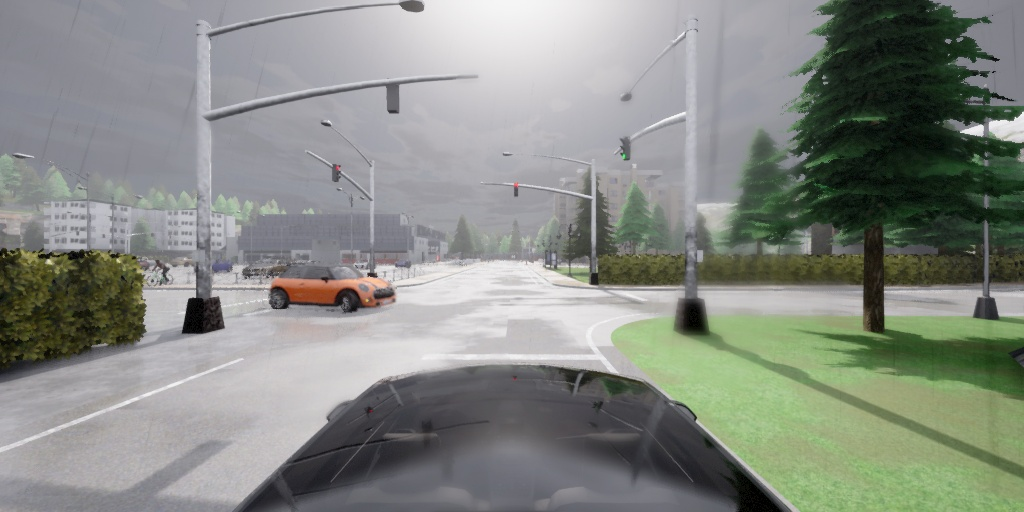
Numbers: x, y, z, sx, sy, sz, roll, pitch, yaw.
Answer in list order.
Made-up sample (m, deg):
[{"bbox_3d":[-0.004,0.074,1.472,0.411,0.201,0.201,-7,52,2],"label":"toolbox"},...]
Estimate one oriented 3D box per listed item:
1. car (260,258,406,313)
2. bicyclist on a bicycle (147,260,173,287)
[{"bbox_3d":[-6.779,1.102,13.735,4.553,1.767,2.097,0,0,14],"label":"car"},{"bbox_3d":[-21.759,1.051,22.176,0.582,1.620,1.656,0,0,1],"label":"bicyclist on a bicycle"}]
